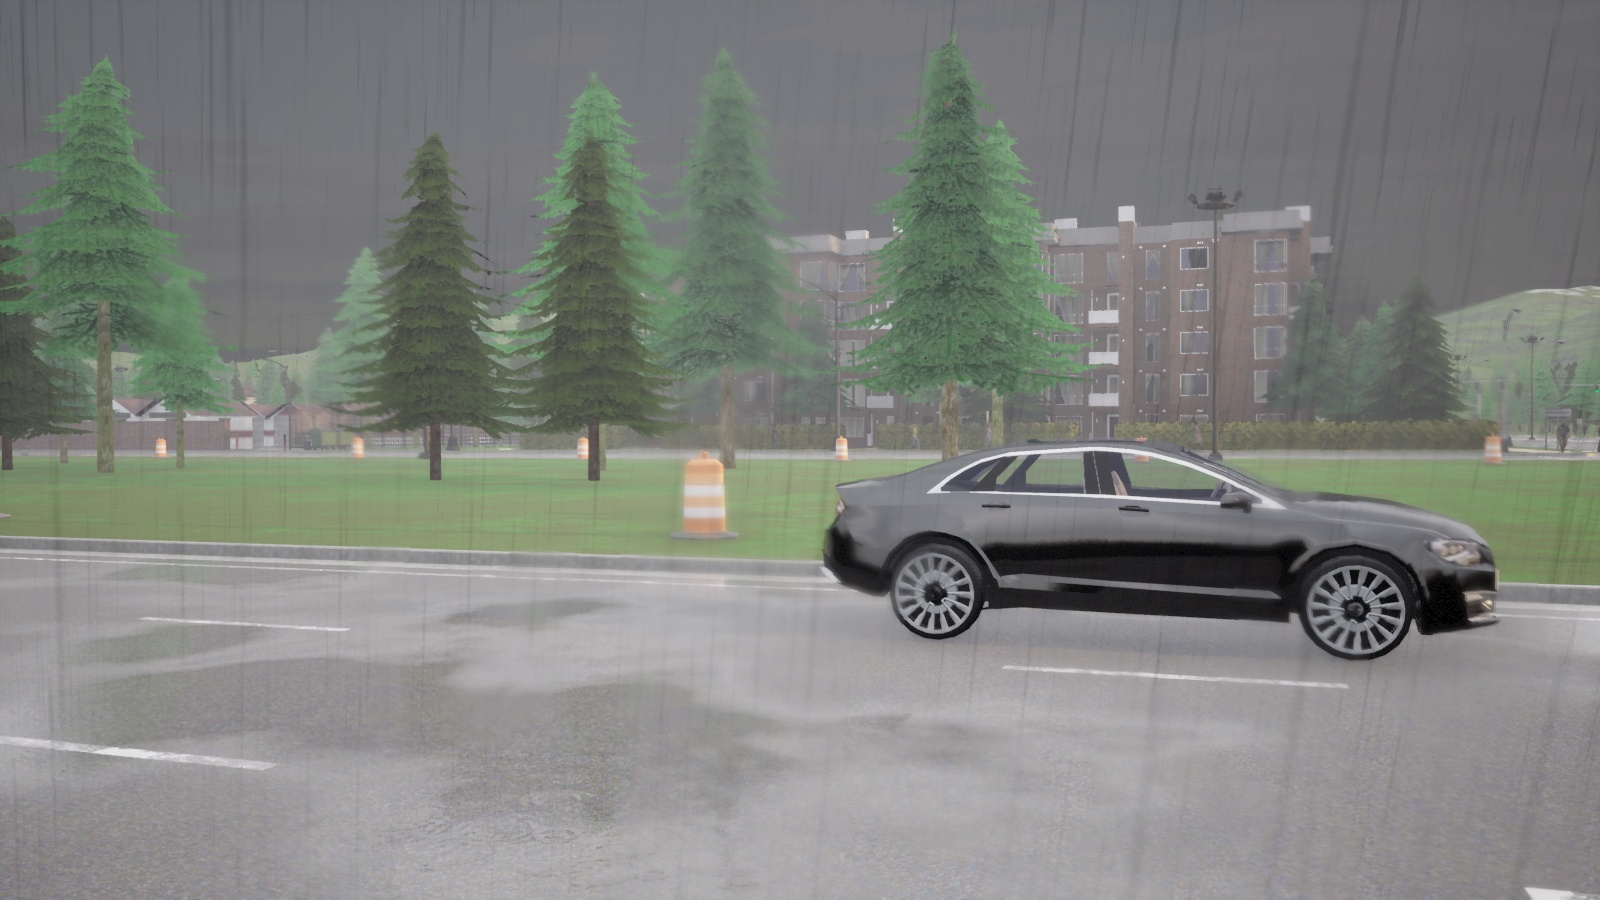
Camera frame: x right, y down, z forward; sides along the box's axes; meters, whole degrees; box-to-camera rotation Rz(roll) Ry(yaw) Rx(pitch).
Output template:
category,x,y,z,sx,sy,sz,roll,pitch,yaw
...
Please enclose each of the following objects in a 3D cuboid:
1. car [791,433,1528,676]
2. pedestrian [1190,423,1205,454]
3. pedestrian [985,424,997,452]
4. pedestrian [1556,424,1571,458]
category,x,y,z,sx,sy,sz,roll,pitch,yaw
car,2.596,0.637,9.704,4.902,1.511,2.128,1,1,19
pedestrian,24.906,-0.712,78.730,0.873,1.952,0.659,1,1,19
pedestrian,12.602,-0.823,82.784,0.706,1.836,0.354,1,1,18
pedestrian,41.513,-0.475,68.295,0.540,1.848,0.694,1,1,22
